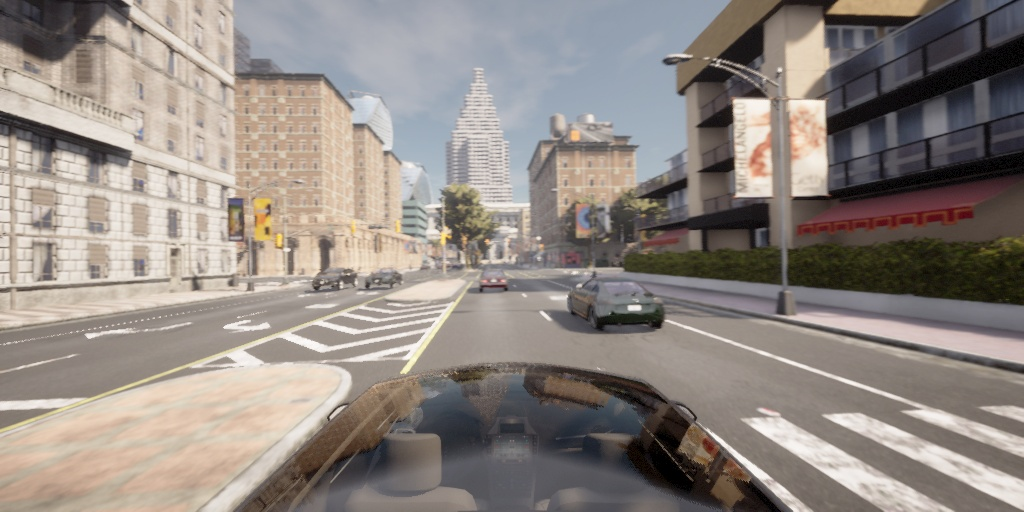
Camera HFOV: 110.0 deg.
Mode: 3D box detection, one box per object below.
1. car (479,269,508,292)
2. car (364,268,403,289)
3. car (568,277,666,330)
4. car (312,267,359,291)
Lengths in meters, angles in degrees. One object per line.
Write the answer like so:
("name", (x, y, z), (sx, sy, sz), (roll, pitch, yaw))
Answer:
("car", (-1.251, 1.561, 23.988), (2.033, 1.411, 5.357), (-1, -1, -4))
("car", (-9.572, 1.584, 27.017), (1.994, 1.385, 4.181), (-1, -1, -4))
("car", (3.074, 1.350, 11.359), (1.994, 1.385, 4.181), (-1, -1, -4))
("car", (-13.065, 1.605, 26.785), (1.837, 1.490, 4.892), (-1, -1, -4))
